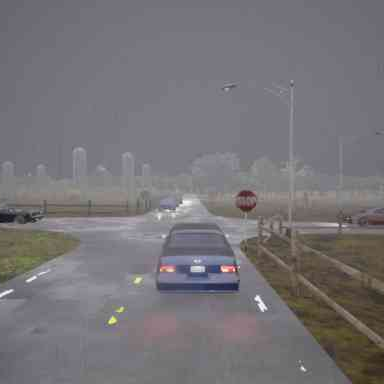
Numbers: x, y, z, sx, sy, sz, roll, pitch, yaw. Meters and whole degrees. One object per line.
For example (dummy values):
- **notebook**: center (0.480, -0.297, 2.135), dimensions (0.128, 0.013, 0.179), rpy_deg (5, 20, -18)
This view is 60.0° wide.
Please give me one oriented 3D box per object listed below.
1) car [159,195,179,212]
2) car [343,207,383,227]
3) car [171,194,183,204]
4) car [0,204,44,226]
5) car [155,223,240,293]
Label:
- **car**: center (-2.799, 1.445, 38.819), dimensions (1.882, 1.535, 5.008), rpy_deg (0, 0, -1)
- **car**: center (13.506, 1.823, 24.569), dimensions (4.181, 1.385, 1.994), rpy_deg (1, 1, 0)
- **car**: center (-2.833, 1.441, 49.254), dimensions (2.128, 1.511, 4.902), rpy_deg (0, 0, 0)
- **car**: center (-12.190, 1.422, 21.468), dimensions (4.718, 1.301, 1.895), rpy_deg (1, 1, 0)
- **car**: center (0.106, 1.543, 8.962), dimensions (2.033, 1.411, 5.357), rpy_deg (0, 0, 0)
